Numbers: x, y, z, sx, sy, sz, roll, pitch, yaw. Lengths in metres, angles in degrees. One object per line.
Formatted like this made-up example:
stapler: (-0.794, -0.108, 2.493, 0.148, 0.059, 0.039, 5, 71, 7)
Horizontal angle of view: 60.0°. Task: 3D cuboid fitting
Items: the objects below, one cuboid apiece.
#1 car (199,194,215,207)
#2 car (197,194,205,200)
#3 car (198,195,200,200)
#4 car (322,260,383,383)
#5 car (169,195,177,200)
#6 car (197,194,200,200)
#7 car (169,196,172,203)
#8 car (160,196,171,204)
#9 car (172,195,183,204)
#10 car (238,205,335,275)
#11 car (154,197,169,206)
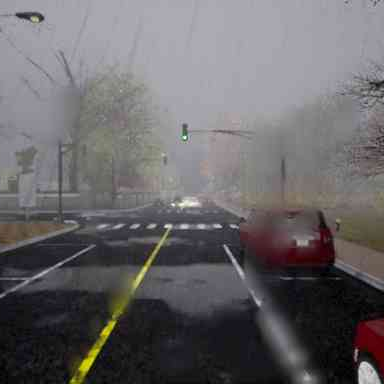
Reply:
car: (2.605, 1.475, 52.383, 1.967, 1.590, 4.097, -1, 0, 0)
car: (2.545, 1.387, 95.215, 2.192, 1.841, 5.009, -1, 0, 0)
car: (2.551, 1.586, 61.083, 1.887, 1.381, 4.507, -1, 0, 0)
car: (2.571, 1.546, 1.811, 1.887, 1.381, 4.507, -1, 0, 0)
car: (-5.332, 1.623, 95.217, 2.008, 1.369, 4.403, -1, 0, 0)
car: (2.550, 1.621, 78.149, 1.947, 1.339, 4.313, -1, 0, 0)
car: (-5.329, 1.607, 61.085, 1.947, 1.339, 4.313, -1, 0, 0)
car: (-5.329, 1.612, 66.774, 1.947, 1.339, 4.313, -1, 0, 0)
car: (-2.755, 1.551, 64.242, 1.837, 1.490, 4.892, 0, 0, 0)
car: (2.681, 1.322, 10.448, 2.192, 1.841, 5.009, -1, 0, 0)
car: (-5.331, 1.603, 55.399, 1.947, 1.339, 4.313, -1, 0, 0)
